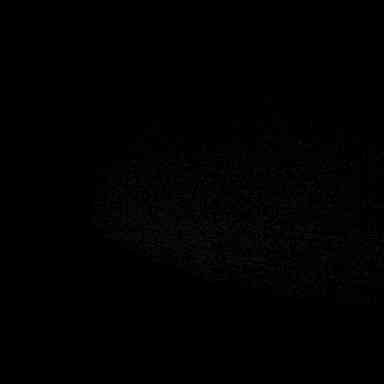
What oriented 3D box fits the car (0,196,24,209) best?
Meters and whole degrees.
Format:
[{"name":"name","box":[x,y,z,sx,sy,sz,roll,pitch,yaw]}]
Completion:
[{"name":"car","box":[-27.146,1.484,49.271,2.097,1.767,4.553,0,0,2]}]

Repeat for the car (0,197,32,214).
[{"name":"car","box":[-19.687,1.457,37.305,2.097,1.767,4.553,0,0,-6]}]

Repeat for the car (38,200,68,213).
[{"name":"car","box":[-16.421,1.672,39.411,2.033,1.411,5.357,0,0,-4]}]
